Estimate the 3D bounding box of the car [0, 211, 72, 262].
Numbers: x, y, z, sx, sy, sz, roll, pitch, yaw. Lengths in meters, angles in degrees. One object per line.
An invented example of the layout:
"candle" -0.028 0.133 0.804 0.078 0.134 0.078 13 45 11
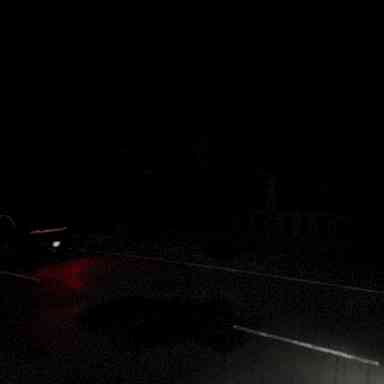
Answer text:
"car" -6.411 1.410 11.670 4.902 1.511 2.128 0 0 29
